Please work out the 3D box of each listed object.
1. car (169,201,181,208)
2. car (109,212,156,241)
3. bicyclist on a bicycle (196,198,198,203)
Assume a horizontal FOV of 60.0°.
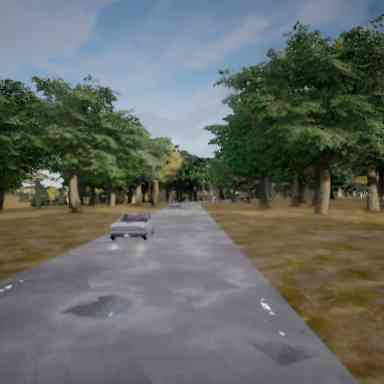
[{"bbox_3d":[-3.036,2.232,59.631,1.895,1.301,4.718,0,-1,1],"label":"car"},{"bbox_3d":[-3.103,1.803,18.091,1.895,1.301,4.718,0,-1,0],"label":"car"},{"bbox_3d":[1.351,2.369,94.141,0.582,1.620,1.656,0,-1,8],"label":"bicyclist on a bicycle"}]
